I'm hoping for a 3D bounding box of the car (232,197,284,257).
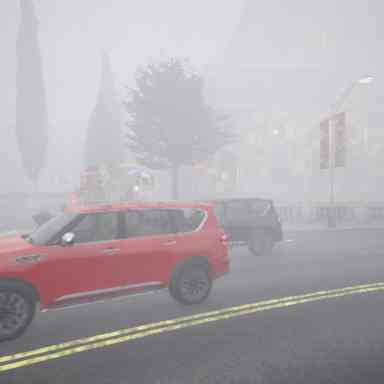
[{"bbox_3d":[0.621,1.221,11.861,5.566,2.045,2.150,0,0,-24],"label":"car"}]

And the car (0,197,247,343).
[{"bbox_3d":[-1.820,1.221,6.706,5.566,2.045,2.150,0,0,-30],"label":"car"}]
